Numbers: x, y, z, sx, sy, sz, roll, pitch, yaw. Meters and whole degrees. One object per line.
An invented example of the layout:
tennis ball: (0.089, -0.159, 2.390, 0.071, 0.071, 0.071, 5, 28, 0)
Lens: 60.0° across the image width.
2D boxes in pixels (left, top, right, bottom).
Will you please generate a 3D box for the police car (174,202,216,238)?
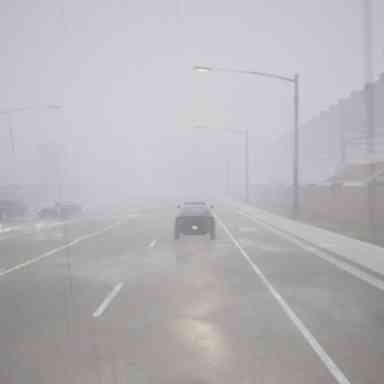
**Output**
police car: (0.151, 1.330, 17.071, 1.930, 1.638, 5.238, 0, 0, 1)

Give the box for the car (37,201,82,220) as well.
car: (-10.363, 1.407, 26.305, 1.895, 1.301, 4.718, 0, 1, 1)

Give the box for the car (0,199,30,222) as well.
car: (-13.878, 1.321, 24.622, 1.837, 1.490, 4.892, 0, 1, 1)
